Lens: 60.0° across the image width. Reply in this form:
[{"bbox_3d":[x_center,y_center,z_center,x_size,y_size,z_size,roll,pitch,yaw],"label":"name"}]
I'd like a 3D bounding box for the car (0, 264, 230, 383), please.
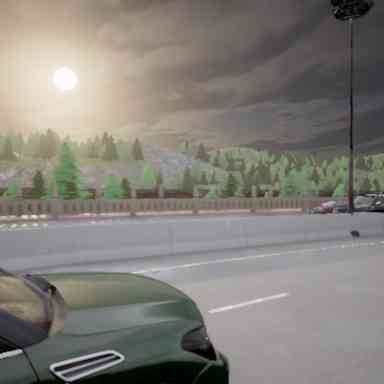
[{"bbox_3d":[-2.335,1.207,1.996,5.566,2.045,2.150,0,0,-35],"label":"car"}]

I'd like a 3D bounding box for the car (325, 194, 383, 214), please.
[{"bbox_3d":[11.854,1.182,21.855,5.566,2.045,2.150,0,0,-22],"label":"car"}]

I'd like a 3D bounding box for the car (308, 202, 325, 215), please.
[{"bbox_3d":[12.605,1.474,29.651,4.674,1.442,1.812,0,0,-20],"label":"car"}]

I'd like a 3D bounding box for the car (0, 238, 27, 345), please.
[{"bbox_3d":[-4.969,1.571,4.413,4.718,1.301,1.895,0,0,-36],"label":"car"}]
